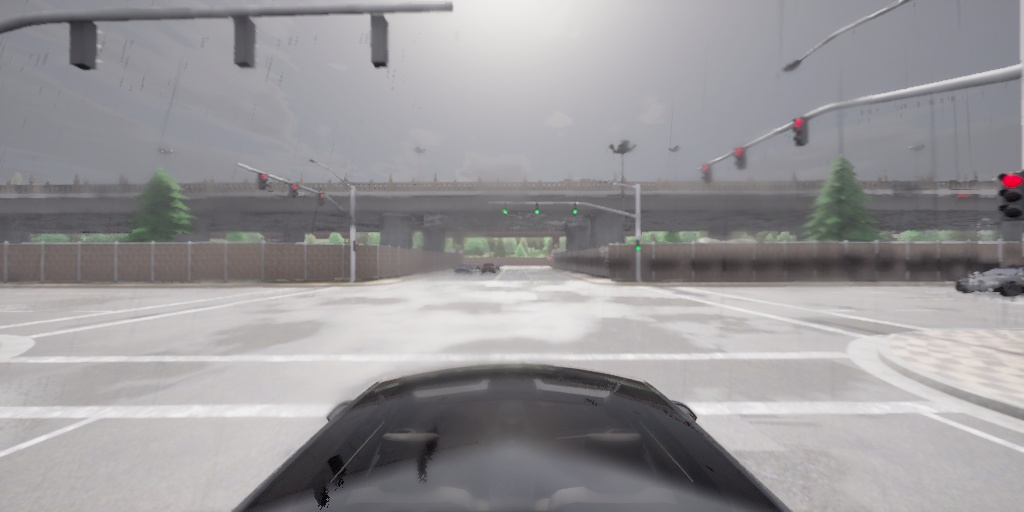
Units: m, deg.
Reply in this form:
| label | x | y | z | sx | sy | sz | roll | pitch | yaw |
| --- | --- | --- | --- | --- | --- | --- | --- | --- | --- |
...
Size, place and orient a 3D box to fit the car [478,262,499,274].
| label | x | y | z | sx | sy | sz | roll | pitch | yaw |
| --- | --- | --- | --- | --- | --- | --- | --- | --- | --- |
| car | -3.264 | 1.673 | 50.510 | 1.882 | 1.535 | 5.008 | 0 | 0 | 1 |

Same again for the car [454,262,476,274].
| label | x | y | z | sx | sy | sz | roll | pitch | yaw |
| --- | --- | --- | --- | --- | --- | --- | --- | --- | --- |
| car | -6.761 | 1.749 | 50.246 | 2.033 | 1.411 | 5.357 | 0 | 0 | 1 |

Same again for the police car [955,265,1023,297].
| label | x | y | z | sx | sy | sz | roll | pitch | yaw |
| --- | --- | --- | --- | --- | --- | --- | --- | --- | --- |
| police car | 25.927 | 1.282 | 18.447 | 4.974 | 1.542 | 2.038 | 0 | -1 | 0 |
